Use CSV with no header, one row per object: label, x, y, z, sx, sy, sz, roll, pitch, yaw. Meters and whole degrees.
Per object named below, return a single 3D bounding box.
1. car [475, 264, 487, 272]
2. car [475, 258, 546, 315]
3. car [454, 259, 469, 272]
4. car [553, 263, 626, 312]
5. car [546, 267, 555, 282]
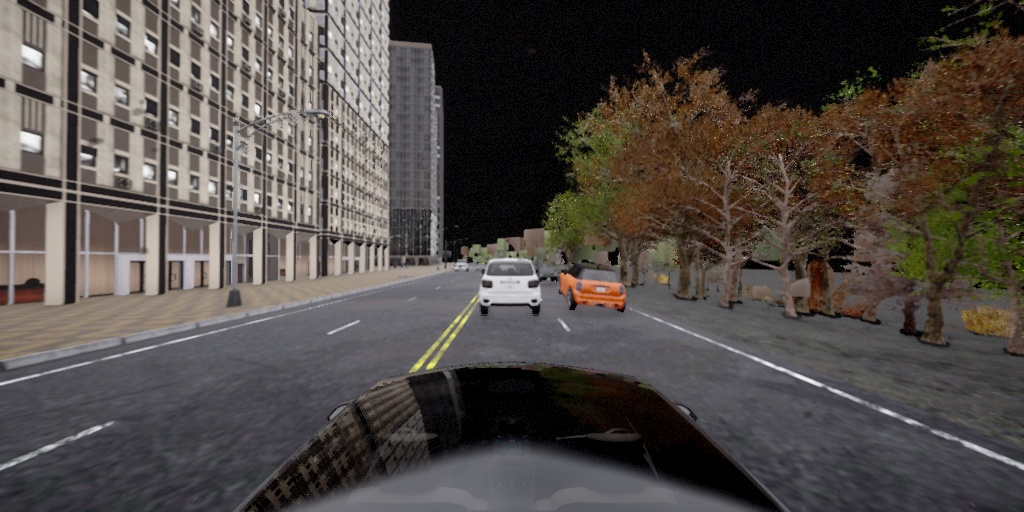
car,-5.161,1.967,59.851,1.895,1.301,4.718,0,-1,-3
car,-0.080,1.109,14.477,2.150,2.045,5.566,0,0,-1
car,-8.416,1.586,59.924,2.150,2.045,5.566,0,0,-3
car,3.235,1.086,15.173,2.097,1.767,4.553,6,4,0
car,2.809,1.610,30.284,1.895,1.301,4.718,-2,-2,-2
